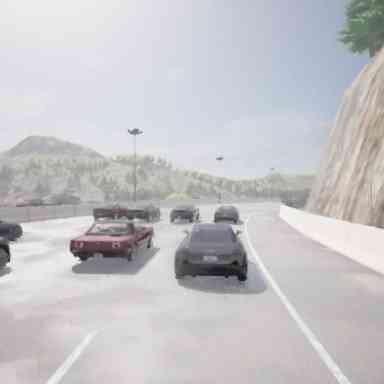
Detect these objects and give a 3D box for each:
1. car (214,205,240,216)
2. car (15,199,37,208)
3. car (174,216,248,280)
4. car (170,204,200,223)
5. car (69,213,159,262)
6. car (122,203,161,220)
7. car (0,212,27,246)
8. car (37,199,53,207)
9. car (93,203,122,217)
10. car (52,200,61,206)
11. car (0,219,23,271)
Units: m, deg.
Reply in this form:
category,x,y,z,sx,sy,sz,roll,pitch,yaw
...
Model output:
category,x,y,z,sx,sy,sz,roll,pitch,yaw
car,3.025,1.827,28.459,1.994,1.385,4.181,0,-1,11
car,-24.370,1.764,50.255,2.097,1.767,4.553,0,-1,16
car,0.619,1.661,10.375,1.994,1.385,4.181,0,0,5
car,-0.546,1.761,28.420,1.837,1.490,4.892,0,0,10
car,-2.730,1.710,12.571,1.895,1.301,4.718,0,-1,5
car,-4.048,1.758,28.744,1.837,1.490,4.892,0,0,10
car,-9.521,1.682,14.816,1.994,1.385,4.181,0,-1,6
car,-20.672,1.771,50.492,2.097,1.767,4.553,0,0,16
car,-7.267,1.741,30.545,1.882,1.535,5.008,0,-1,11
car,-17.720,2.005,48.162,1.895,1.301,4.718,0,-1,16
car,-6.560,1.557,8.253,2.128,1.511,4.902,0,0,4
